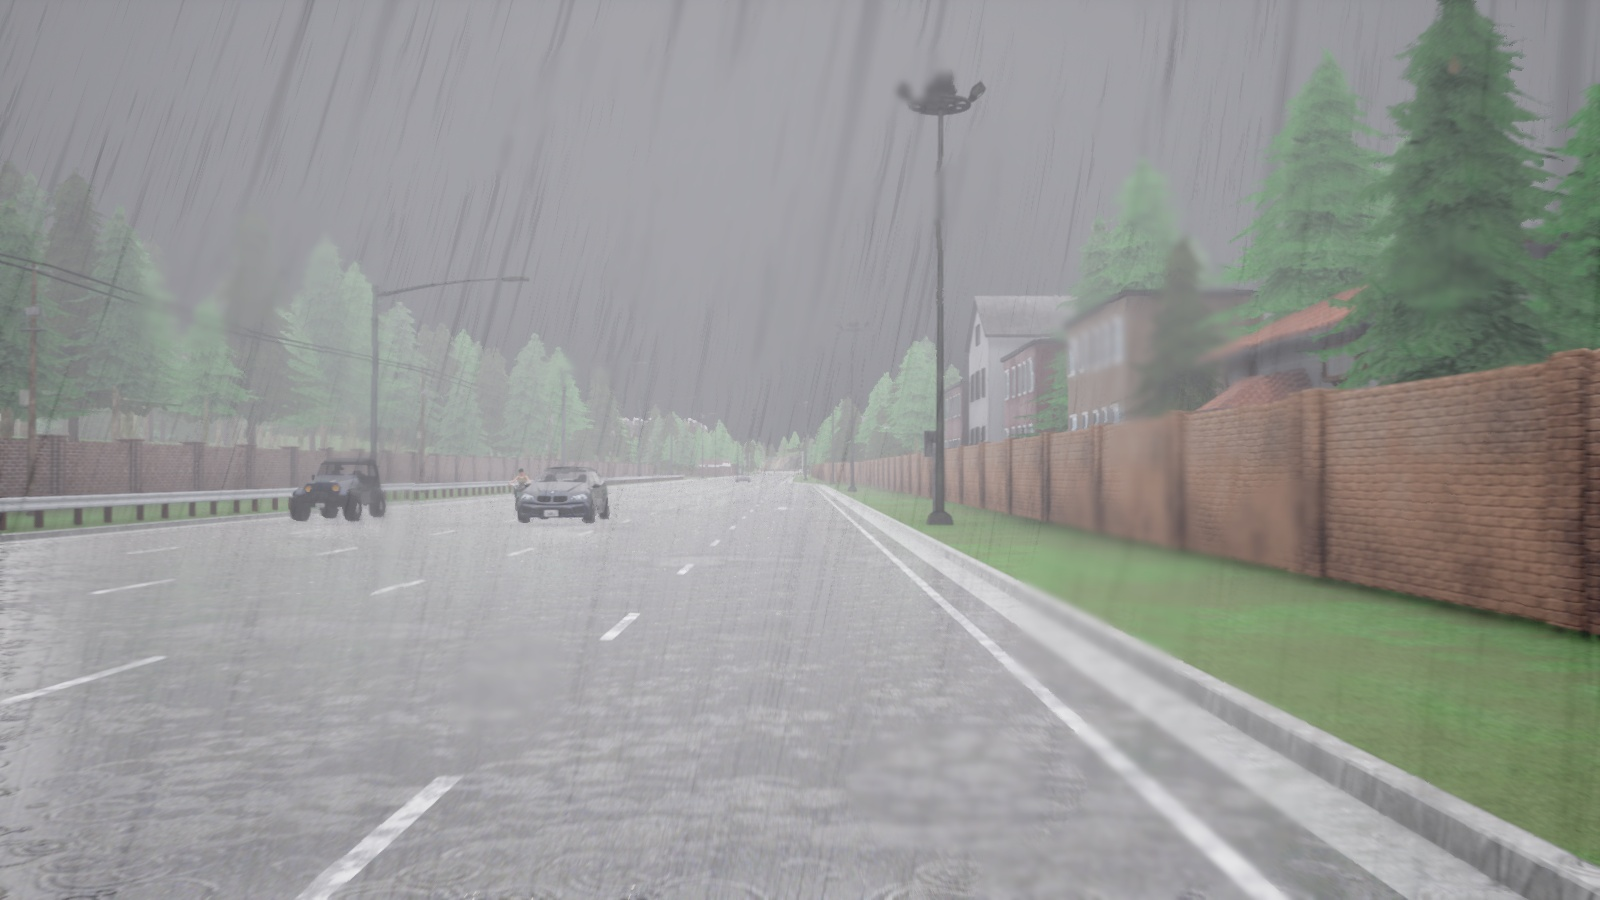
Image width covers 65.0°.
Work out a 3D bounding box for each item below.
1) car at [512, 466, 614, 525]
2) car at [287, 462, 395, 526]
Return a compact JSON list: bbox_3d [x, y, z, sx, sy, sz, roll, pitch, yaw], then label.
[{"bbox_3d":[-7.093,1.323,38.045,2.242,1.667,4.611,0,-1,0],"label":"car"},{"bbox_3d":[-14.095,1.316,38.800,1.905,1.878,3.866,0,-1,0],"label":"car"}]
